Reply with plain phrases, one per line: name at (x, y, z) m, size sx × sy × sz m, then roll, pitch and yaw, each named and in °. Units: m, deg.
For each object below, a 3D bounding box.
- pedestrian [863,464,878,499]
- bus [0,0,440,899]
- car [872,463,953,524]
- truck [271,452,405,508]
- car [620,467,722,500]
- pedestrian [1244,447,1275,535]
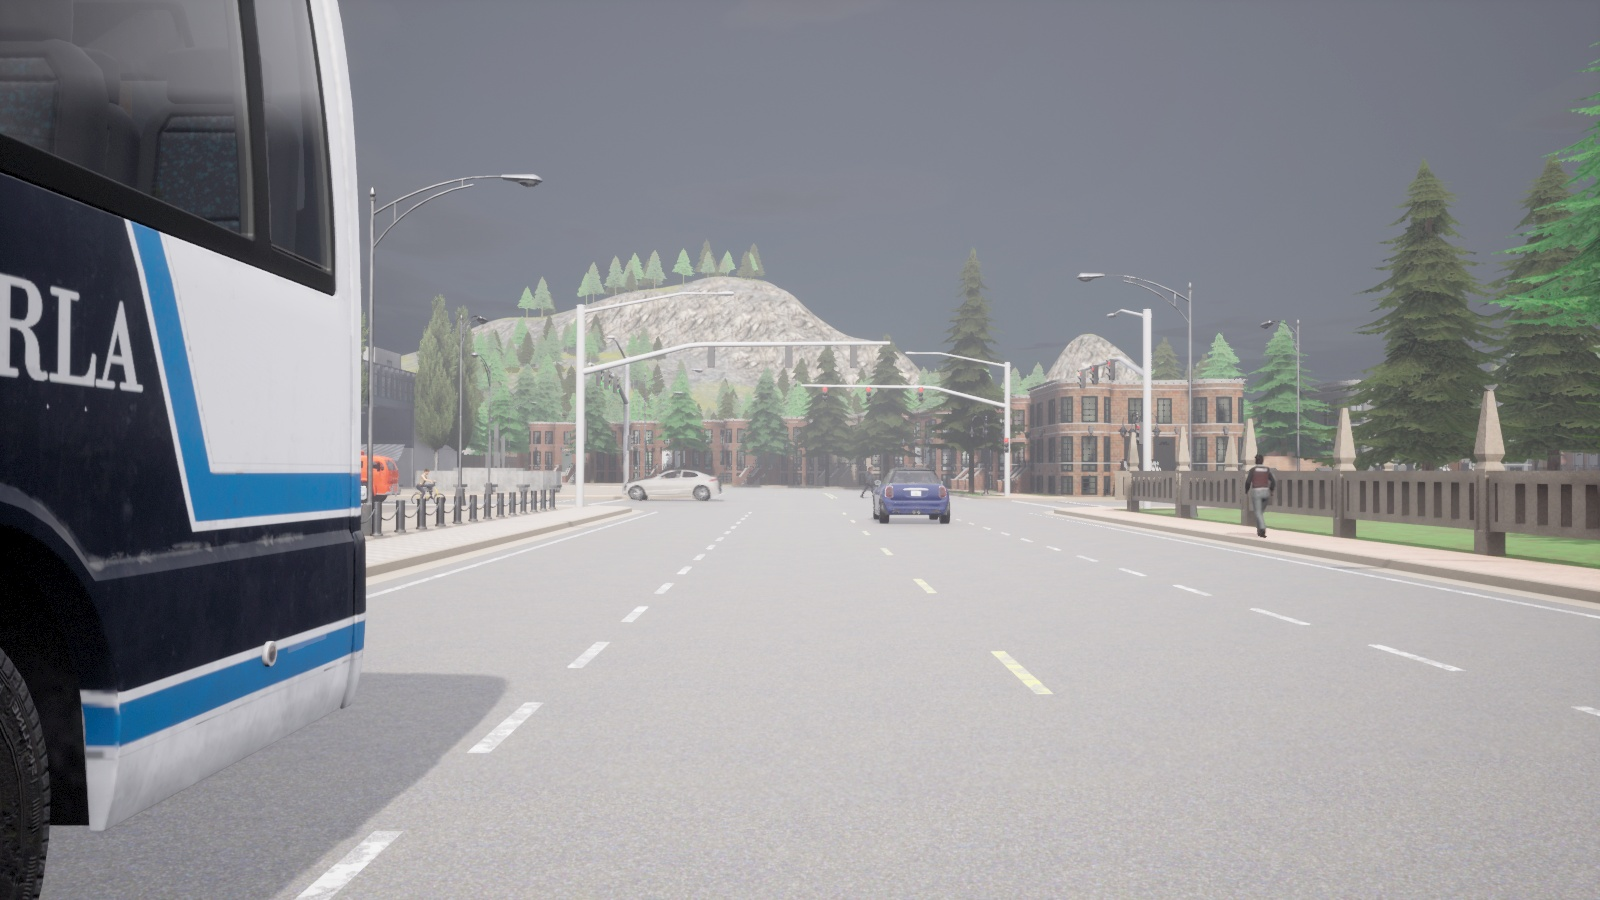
pedestrian at (4.026, 1.792, 71.523) m, size 0.788 × 1.949 × 0.423 m, roll 0°, pitch -1°, yaw 6°
bus at (-3.506, -0.544, 0.234) m, size 3.944 × 4.253 × 10.273 m, roll 0°, pitch -1°, yaw 0°
car at (3.417, 1.313, 39.050) m, size 2.097 × 1.767 × 4.553 m, roll 0°, pitch -1°, yaw 0°
truck at (-21.139, 1.378, 57.643) m, size 5.204 × 2.467 × 2.627 m, roll 0°, pitch -1°, yaw 0°
car at (-6.593, 1.703, 64.680) m, size 5.027 × 1.651 × 2.152 m, roll 0°, pitch -1°, yaw 0°
pedestrian at (10.105, 0.895, 27.616) m, size 0.402 × 1.930 × 0.666 m, roll 0°, pitch -1°, yaw -1°
